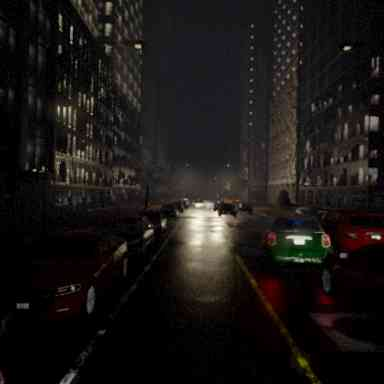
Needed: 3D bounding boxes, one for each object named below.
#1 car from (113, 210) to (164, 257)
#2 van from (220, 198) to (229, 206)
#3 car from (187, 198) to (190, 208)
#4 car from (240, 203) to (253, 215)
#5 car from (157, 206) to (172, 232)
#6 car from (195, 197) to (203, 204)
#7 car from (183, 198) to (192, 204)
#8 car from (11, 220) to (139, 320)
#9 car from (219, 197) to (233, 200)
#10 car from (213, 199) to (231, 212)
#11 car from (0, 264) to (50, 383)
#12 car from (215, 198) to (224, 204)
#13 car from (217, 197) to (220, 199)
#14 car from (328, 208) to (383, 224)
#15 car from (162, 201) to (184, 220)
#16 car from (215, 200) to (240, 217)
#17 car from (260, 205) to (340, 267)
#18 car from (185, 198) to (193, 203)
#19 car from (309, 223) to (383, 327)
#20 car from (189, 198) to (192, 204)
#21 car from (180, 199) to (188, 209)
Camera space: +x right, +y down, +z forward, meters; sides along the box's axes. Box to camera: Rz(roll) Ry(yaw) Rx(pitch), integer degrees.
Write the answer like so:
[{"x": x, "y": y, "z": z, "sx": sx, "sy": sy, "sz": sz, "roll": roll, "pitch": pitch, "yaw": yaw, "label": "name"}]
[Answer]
[{"x": -2.485, "y": 1.625, "z": 13.151, "sx": 2.008, "sy": 1.369, "sz": 4.403, "roll": 1, "pitch": -1, "yaw": 1, "label": "car"}, {"x": 7.257, "y": 2.166, "z": 75.471, "sx": 1.690, "sy": 1.788, "sz": 3.998, "roll": 1, "pitch": -1, "yaw": 1, "label": "van"}, {"x": -1.618, "y": 2.034, "z": 52.924, "sx": 1.802, "sy": 1.307, "sz": 4.206, "roll": 1, "pitch": -1, "yaw": 1, "label": "car"}, {"x": 6.512, "y": 2.053, "z": 41.376, "sx": 2.008, "sy": 1.369, "sz": 4.403, "roll": 1, "pitch": -1, "yaw": 1, "label": "car"}, {"x": -2.361, "y": 1.710, "z": 18.832, "sx": 1.802, "sy": 1.307, "sz": 4.206, "roll": 1, "pitch": -1, "yaw": 1, "label": "car"}, {"x": 1.786, "y": 2.158, "z": 85.123, "sx": 2.097, "sy": 1.767, "sz": 4.553, "roll": 1, "pitch": 0, "yaw": 1, "label": "car"}, {"x": -0.999, "y": 2.286, "z": 81.335, "sx": 1.947, "sy": 1.339, "sz": 4.313, "roll": 1, "pitch": -1, "yaw": 1, "label": "car"}, {"x": -2.608, "y": 1.564, "z": 7.469, "sx": 1.887, "sy": 1.381, "sz": 4.507, "roll": 1, "pitch": -1, "yaw": 1, "label": "car"}, {"x": 7.009, "y": 2.032, "z": 64.107, "sx": 2.192, "sy": 1.841, "sz": 5.009, "roll": 1, "pitch": -1, "yaw": 1, "label": "car"}, {"x": 3.953, "y": 2.053, "z": 47.057, "sx": 2.033, "sy": 1.411, "sz": 5.357, "roll": 1, "pitch": -1, "yaw": 1, "label": "car"}, {"x": -2.733, "y": 1.531, "z": 1.786, "sx": 1.947, "sy": 1.339, "sz": 4.313, "roll": 1, "pitch": -1, "yaw": 1, "label": "car"}, {"x": 7.627, "y": 2.424, "z": 92.516, "sx": 1.967, "sy": 1.590, "sz": 4.097, "roll": 1, "pitch": -1, "yaw": 1, "label": "car"}, {"x": 7.133, "y": 2.086, "z": 69.790, "sx": 2.192, "sy": 1.841, "sz": 5.009, "roll": 1, "pitch": -1, "yaw": 1, "label": "car"}, {"x": 5.894, "y": 1.547, "z": 12.969, "sx": 2.192, "sy": 1.841, "sz": 5.009, "roll": 1, "pitch": -1, "yaw": 1, "label": "car"}, {"x": -2.113, "y": 1.787, "z": 30.197, "sx": 2.008, "sy": 1.369, "sz": 4.403, "roll": 1, "pitch": -1, "yaw": 1, "label": "car"}, {"x": 3.752, "y": 1.927, "z": 36.053, "sx": 1.812, "sy": 1.442, "sz": 4.674, "roll": 1, "pitch": 0, "yaw": 1, "label": "car"}, {"x": 3.577, "y": 1.532, "z": 12.094, "sx": 2.097, "sy": 1.767, "sz": 4.553, "roll": 1, "pitch": -1, "yaw": 10, "label": "car"}, {"x": -0.751, "y": 2.377, "z": 92.699, "sx": 2.008, "sy": 1.369, "sz": 4.403, "roll": 1, "pitch": -1, "yaw": 1, "label": "car"}, {"x": 3.959, "y": 1.609, "z": 5.987, "sx": 1.882, "sy": 1.535, "sz": 5.008, "roll": 1, "pitch": -1, "yaw": 1, "label": "car"}, {"x": -1.493, "y": 1.946, "z": 58.608, "sx": 1.967, "sy": 1.590, "sz": 4.097, "roll": 1, "pitch": -1, "yaw": 1, "label": "car"}, {"x": -1.865, "y": 1.895, "z": 41.560, "sx": 2.008, "sy": 1.369, "sz": 4.403, "roll": 1, "pitch": -1, "yaw": 1, "label": "car"}]
